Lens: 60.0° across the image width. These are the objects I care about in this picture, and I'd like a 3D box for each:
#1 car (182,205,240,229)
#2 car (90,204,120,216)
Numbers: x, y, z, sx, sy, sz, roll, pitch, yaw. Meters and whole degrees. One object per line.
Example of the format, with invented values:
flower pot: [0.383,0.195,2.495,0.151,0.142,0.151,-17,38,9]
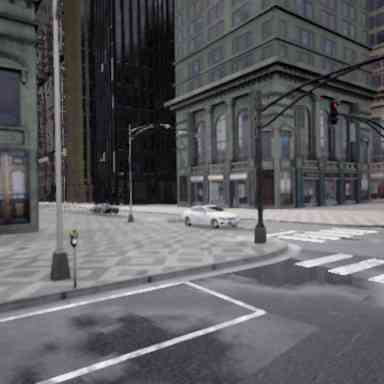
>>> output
car: [1.147,1.588,22.260,1.812,1.442,4.674,-1,0,-37]
car: [-9.965,1.997,37.985,1.895,1.301,4.718,-1,0,-35]
